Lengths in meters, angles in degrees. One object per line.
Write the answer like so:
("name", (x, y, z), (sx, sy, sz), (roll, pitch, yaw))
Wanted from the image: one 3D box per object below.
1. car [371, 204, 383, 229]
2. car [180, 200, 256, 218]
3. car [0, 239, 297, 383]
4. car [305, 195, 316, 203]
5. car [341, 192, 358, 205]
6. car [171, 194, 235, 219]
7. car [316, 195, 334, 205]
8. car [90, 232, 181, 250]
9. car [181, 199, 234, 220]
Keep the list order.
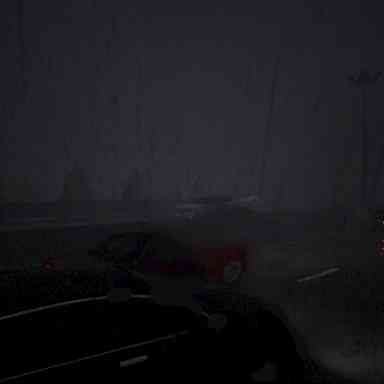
("car", (12.420, 1.431, 20.341), (1.837, 1.490, 4.892), (0, 0, 42))
("car", (1.956, 1.470, 19.757), (4.902, 1.511, 2.128), (0, 0, -45))
("car", (-0.997, 1.509, 3.228), (4.892, 1.490, 1.837), (0, 0, -36))
("car", (22.857, 1.370, 63.697), (1.812, 1.442, 4.674), (0, 0, 29))
("car", (25.988, 1.057, 54.807), (2.150, 2.045, 5.566), (0, 0, 29))
("car", (1.021, 1.203, 23.701), (2.150, 2.045, 5.566), (0, 0, 44))
("car", (22.923, 1.327, 56.504), (1.882, 1.535, 5.008), (0, 0, 29))
("car", (-0.770, 1.601, 7.781), (4.718, 1.301, 1.895), (0, 0, -38))
("car", (1.467, 1.453, 29.346), (1.882, 1.535, 5.008), (0, 0, 41))
